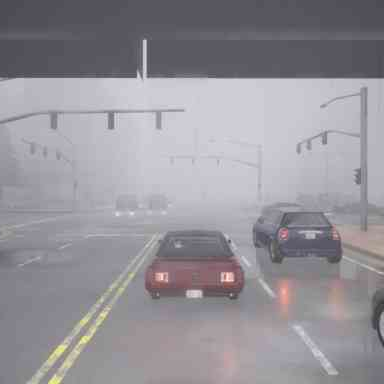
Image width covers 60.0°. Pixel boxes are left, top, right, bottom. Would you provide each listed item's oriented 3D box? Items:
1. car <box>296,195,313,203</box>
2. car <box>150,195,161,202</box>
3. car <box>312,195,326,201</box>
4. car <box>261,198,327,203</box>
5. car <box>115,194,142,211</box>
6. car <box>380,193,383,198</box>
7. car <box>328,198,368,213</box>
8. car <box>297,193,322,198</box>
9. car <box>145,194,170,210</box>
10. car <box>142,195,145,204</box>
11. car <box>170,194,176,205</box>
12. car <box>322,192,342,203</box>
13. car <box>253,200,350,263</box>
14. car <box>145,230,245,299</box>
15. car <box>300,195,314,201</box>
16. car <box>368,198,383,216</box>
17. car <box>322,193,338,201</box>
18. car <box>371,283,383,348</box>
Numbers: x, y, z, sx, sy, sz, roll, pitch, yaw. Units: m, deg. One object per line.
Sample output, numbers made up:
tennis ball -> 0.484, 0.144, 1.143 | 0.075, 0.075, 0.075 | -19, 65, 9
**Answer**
car -> 22.189, 1.395, 65.623 | 1.970, 1.475, 3.806 | 0, 0, 0
car -> -8.079, 1.477, 74.215 | 1.882, 1.535, 5.008 | 0, 0, 0
car -> 30.806, 1.364, 80.750 | 1.784, 1.438, 3.905 | 0, 0, 0
car -> 8.048, 1.505, 27.161 | 4.892, 1.490, 1.837 | 0, 2, 10
car -> -7.955, 1.221, 41.268 | 2.150, 2.045, 5.566 | 0, 0, -1
car -> 39.086, 1.153, 65.764 | 1.932, 1.855, 4.605 | 0, 0, 0
car -> 16.667, 1.564, 33.962 | 4.181, 1.385, 1.994 | 0, 0, 1
car -> 16.642, 1.153, 48.193 | 1.932, 1.855, 4.605 | 0, 0, 0
car -> -4.352, 1.221, 42.594 | 2.150, 2.045, 5.566 | 0, 0, -2
car -> -8.054, 1.352, 59.213 | 2.097, 1.767, 4.553 | 0, 0, 0
car -> -4.562, 1.491, 60.584 | 2.128, 1.511, 4.902 | 0, 0, 0
car -> 19.536, 1.156, 48.148 | 1.905, 1.878, 3.866 | 0, 0, 0
car -> 3.580, 1.352, 12.150 | 2.097, 1.767, 4.553 | 0, 0, 0
car -> 0.066, 1.601, 8.384 | 1.895, 1.301, 4.718 | 0, 0, 0
car -> 27.911, 1.395, 80.742 | 1.970, 1.475, 3.806 | 0, 0, 0
car -> 19.253, 1.505, 30.430 | 4.892, 1.490, 1.837 | 0, 0, 1
car -> 33.489, 1.153, 80.809 | 1.932, 1.855, 4.605 | 0, 0, 0
car -> 3.600, 1.505, 3.062 | 1.837, 1.490, 4.892 | 0, 0, 0
